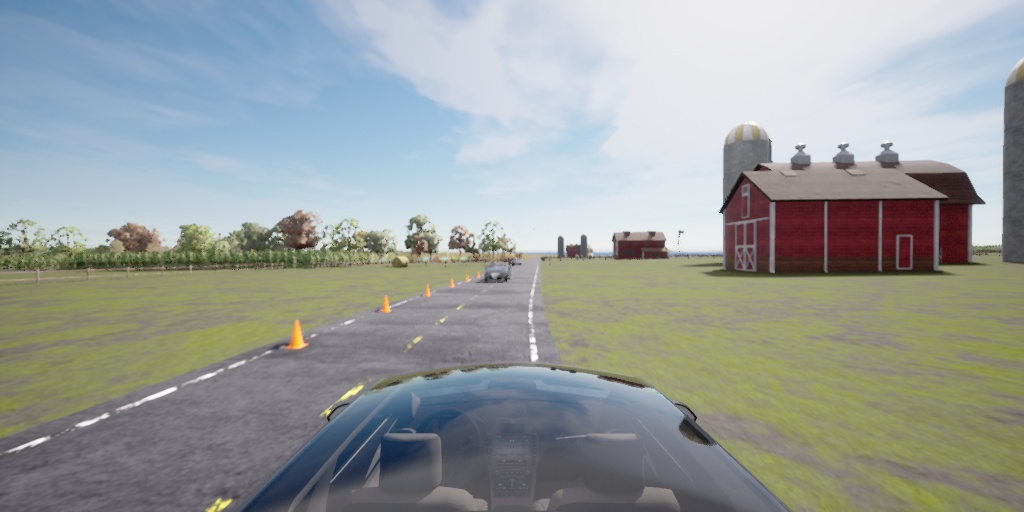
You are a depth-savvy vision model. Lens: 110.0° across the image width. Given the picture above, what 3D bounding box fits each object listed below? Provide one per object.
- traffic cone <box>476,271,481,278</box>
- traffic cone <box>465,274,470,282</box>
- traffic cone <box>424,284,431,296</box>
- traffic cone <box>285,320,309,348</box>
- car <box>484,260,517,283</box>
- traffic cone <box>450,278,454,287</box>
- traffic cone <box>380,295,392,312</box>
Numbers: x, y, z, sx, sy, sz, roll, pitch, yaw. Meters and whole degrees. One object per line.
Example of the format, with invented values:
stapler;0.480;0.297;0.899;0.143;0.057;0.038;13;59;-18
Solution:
traffic cone;-3.088;1.697;32.999;0.340;0.580;0.340;0;0;4
traffic cone;-3.473;1.700;28.013;0.340;0.580;0.340;0;0;4
traffic cone;-4.247;1.705;18.038;0.340;0.580;0.340;0;0;4
traffic cone;-4.760;1.709;7.930;0.340;0.580;0.340;0;0;1
car;-1.058;1.235;28.439;2.128;1.511;4.902;0;0;4
traffic cone;-3.859;1.702;23.028;0.340;0.580;0.340;0;0;4
traffic cone;-4.566;1.707;12.988;0.340;0.580;0.340;0;0;3
